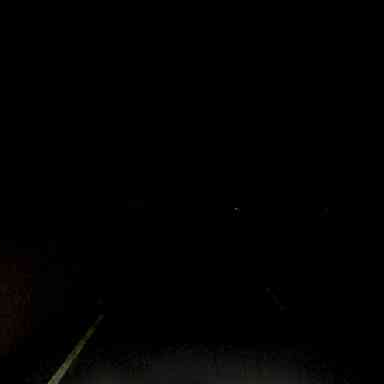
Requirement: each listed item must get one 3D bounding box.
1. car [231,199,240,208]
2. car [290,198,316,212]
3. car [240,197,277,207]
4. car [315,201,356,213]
[{"bbox_3d":[7.726,1.497,47.863,4.892,1.490,1.837,0,-1,-35],"label":"car"},{"bbox_3d":[13.582,1.472,39.039,5.008,1.535,1.882,0,0,-39],"label":"car"},{"bbox_3d":[9.258,1.484,44.662,4.902,1.511,2.128,0,0,-36],"label":"car"},{"bbox_3d":[16.108,1.596,36.712,4.718,1.301,1.895,0,0,-37],"label":"car"}]
